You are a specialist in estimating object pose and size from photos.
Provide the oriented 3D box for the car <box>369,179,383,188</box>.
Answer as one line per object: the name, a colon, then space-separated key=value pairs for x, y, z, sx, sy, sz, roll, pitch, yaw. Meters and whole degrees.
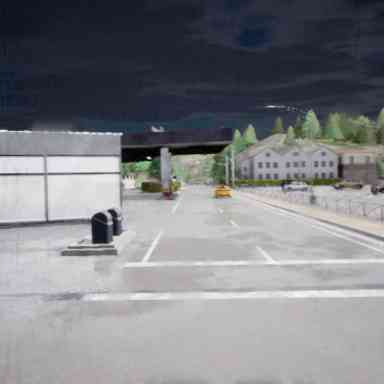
car: x=34.774 y=-1.512 z=60.084 sx=4.514 sy=1.523 sz=2.007 roll=-1 pitch=2 yaw=-1

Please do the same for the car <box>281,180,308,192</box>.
car: x=16.364 y=-0.804 z=52.931 sx=3.806 sy=1.475 sz=1.970 roll=-1 pitch=2 yaw=-1

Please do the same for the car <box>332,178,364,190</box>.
car: x=24.834 y=-1.257 z=53.043 sx=4.605 sy=1.855 sz=1.932 roll=-1 pitch=2 yaw=-1

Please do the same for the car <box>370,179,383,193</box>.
car: x=24.258 y=-0.622 z=40.594 sx=4.514 sy=1.523 sz=2.007 roll=-1 pitch=2 yaw=-1

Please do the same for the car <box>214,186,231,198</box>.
car: x=3.832 y=-0.060 z=42.520 sx=1.882 sy=1.535 sz=5.008 roll=-1 pitch=2 yaw=0
